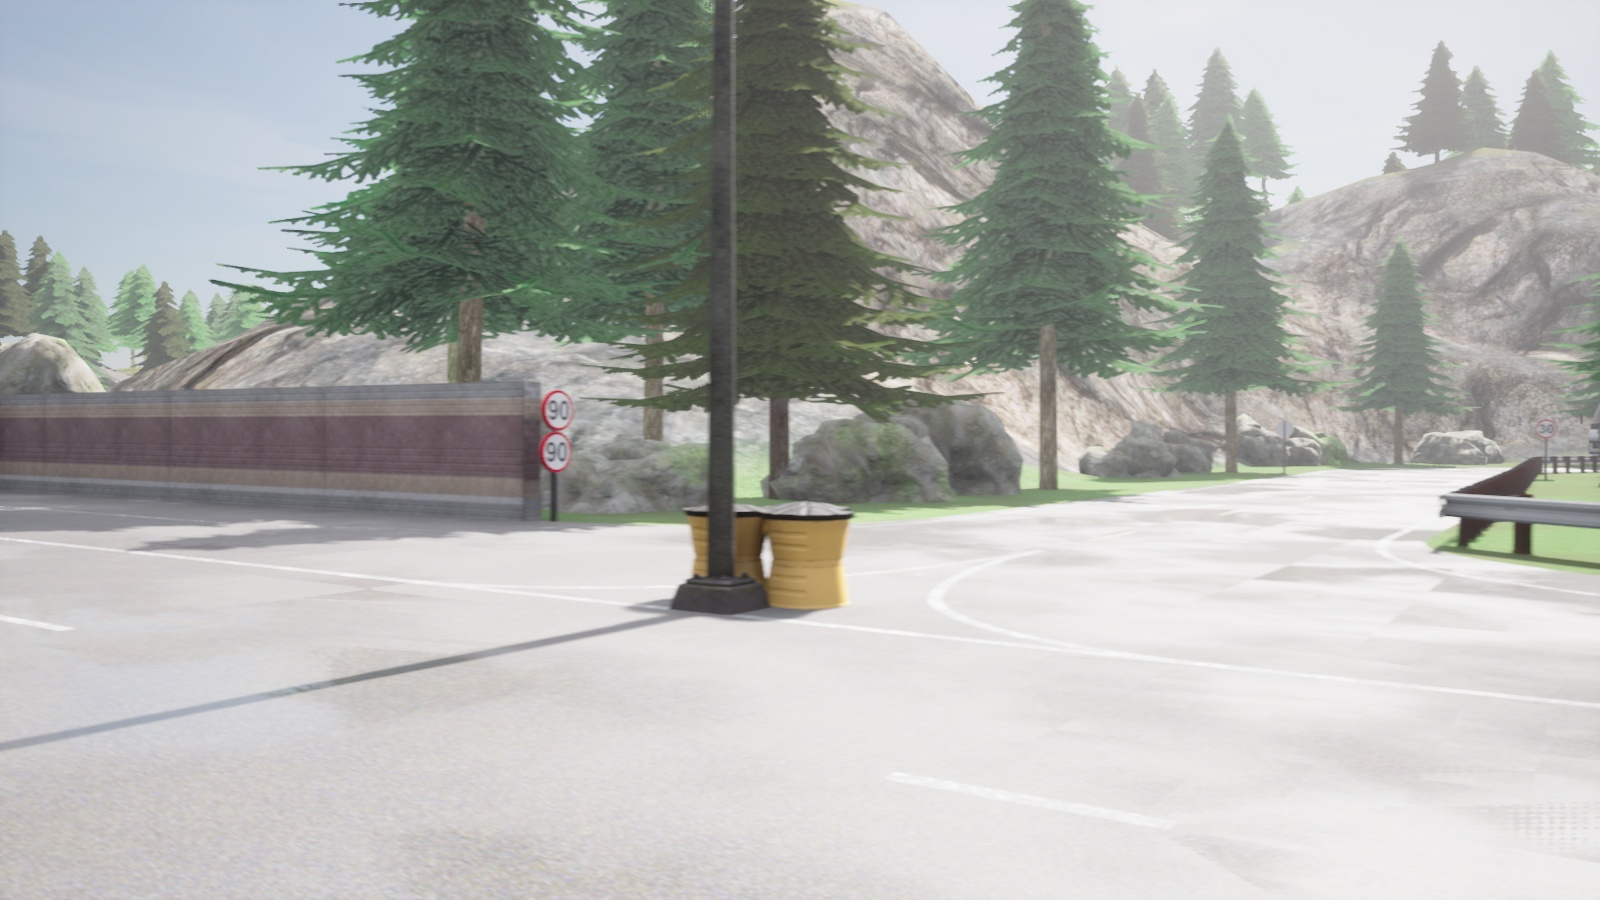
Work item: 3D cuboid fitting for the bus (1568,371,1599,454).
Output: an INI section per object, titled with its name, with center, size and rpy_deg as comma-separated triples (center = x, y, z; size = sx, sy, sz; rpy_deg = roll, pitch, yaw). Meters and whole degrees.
[bus]
center = 45.862, -1.955, 64.470
size = 10.273, 4.253, 3.944
rpy_deg = -1, 0, 17
